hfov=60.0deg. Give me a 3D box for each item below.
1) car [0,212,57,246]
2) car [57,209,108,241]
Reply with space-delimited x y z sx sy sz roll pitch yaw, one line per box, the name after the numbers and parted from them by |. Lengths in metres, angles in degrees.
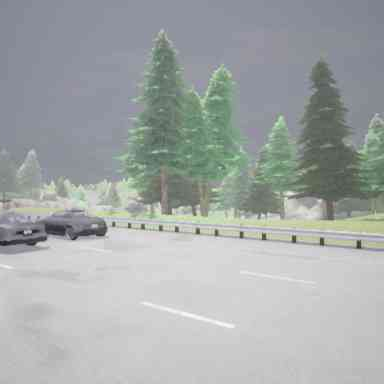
-8.270 1.565 14.067 5.357 1.411 2.033 0 0 35 | car
-6.238 1.575 16.917 4.181 1.385 1.994 0 0 35 | car
